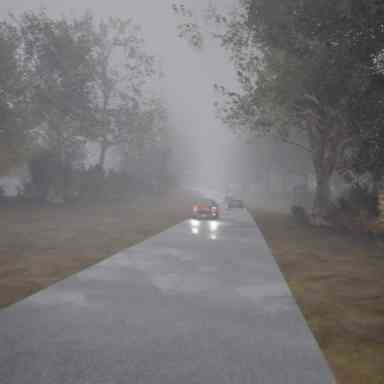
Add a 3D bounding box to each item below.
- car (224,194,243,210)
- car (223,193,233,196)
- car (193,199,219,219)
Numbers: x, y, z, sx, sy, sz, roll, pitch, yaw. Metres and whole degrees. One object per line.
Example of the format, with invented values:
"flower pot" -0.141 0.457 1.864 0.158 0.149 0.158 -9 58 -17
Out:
"car" 5.588 1.418 43.082 2.128 1.511 4.902 0 1 5
"car" 6.458 0.970 56.853 1.837 1.490 4.892 0 3 1
"car" 1.323 1.397 29.827 2.097 1.767 4.553 1 0 8
